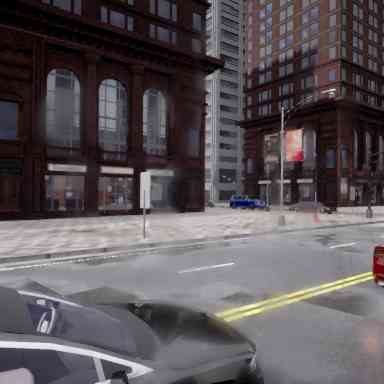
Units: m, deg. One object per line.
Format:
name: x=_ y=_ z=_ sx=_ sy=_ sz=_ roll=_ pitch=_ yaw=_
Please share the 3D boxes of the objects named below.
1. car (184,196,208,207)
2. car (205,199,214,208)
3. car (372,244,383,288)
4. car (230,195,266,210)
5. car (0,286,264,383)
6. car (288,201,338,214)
car: x=0.618 y=1.690 z=60.604 sx=2.097 sy=1.767 sz=4.553 roll=1 pitch=-1 yaw=-36
car: x=1.693 y=1.834 z=53.592 sx=1.994 sy=1.385 sz=4.181 roll=1 pitch=-1 yaw=-35
car: x=6.260 y=1.489 z=7.897 sx=5.008 sy=1.535 sz=1.882 roll=0 pitch=0 yaw=-35
car: x=7.512 y=1.445 z=45.399 sx=2.150 sy=2.045 sz=5.566 roll=1 pitch=-1 yaw=-35
car: x=-1.569 y=1.492 z=2.326 sx=4.902 sy=1.511 sz=2.128 roll=0 pitch=0 yaw=-35
car: x=13.390 y=1.725 z=37.122 sx=2.033 sy=1.411 sz=5.357 roll=1 pitch=-1 yaw=-35
